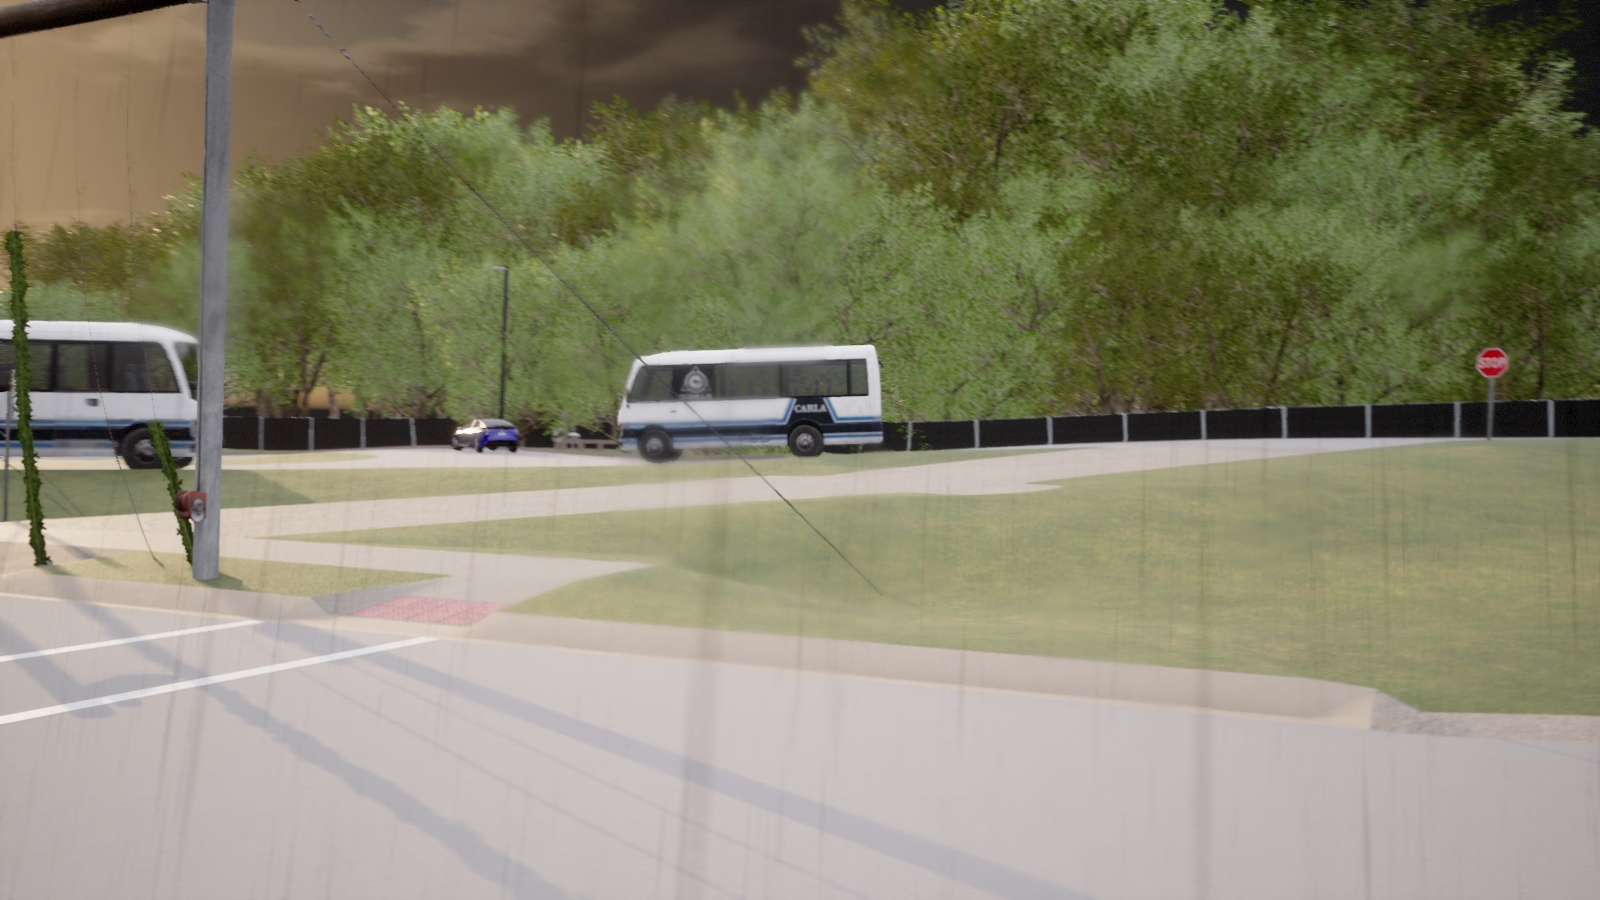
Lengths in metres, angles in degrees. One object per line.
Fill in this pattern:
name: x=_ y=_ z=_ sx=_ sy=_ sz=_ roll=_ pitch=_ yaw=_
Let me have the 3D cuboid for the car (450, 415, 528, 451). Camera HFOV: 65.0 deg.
car: x=-14.115 y=-0.783 z=56.806 sx=2.007 sy=1.525 sz=4.514 roll=0 pitch=2 yaw=-33

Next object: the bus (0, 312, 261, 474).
bus: x=-21.031 y=-1.617 z=35.284 sx=10.273 sy=4.253 sz=3.944 roll=1 pitch=3 yaw=-12

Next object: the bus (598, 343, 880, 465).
bus: x=-2.160 y=-1.692 z=48.160 sx=10.273 sy=4.253 sz=3.944 roll=-1 pitch=1 yaw=4
